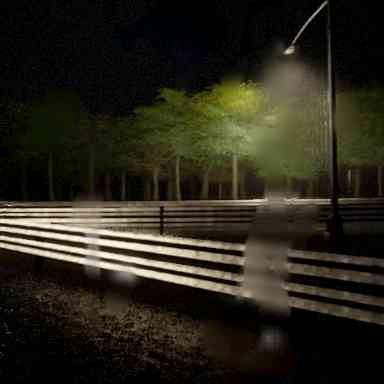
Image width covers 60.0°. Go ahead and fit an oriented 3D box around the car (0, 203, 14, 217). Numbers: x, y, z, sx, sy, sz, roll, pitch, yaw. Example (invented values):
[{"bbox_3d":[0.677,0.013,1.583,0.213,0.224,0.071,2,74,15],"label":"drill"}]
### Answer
[{"bbox_3d":[-14.532,1.441,22.684,4.792,1.488,2.163,0,0,15],"label":"car"}]
